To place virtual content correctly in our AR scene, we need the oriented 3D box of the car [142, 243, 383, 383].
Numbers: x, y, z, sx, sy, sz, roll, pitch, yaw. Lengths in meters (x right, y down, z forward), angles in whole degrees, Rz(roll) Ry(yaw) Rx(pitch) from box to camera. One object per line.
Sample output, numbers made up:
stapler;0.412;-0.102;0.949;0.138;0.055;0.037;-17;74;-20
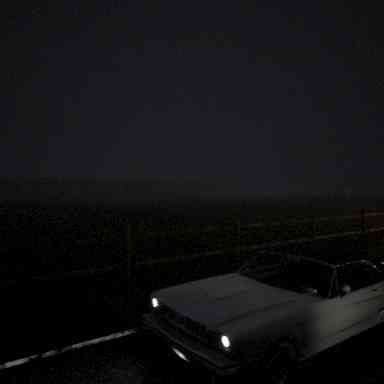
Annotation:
car;1.662;1.573;5.177;4.718;1.301;1.895;0;0;-35
